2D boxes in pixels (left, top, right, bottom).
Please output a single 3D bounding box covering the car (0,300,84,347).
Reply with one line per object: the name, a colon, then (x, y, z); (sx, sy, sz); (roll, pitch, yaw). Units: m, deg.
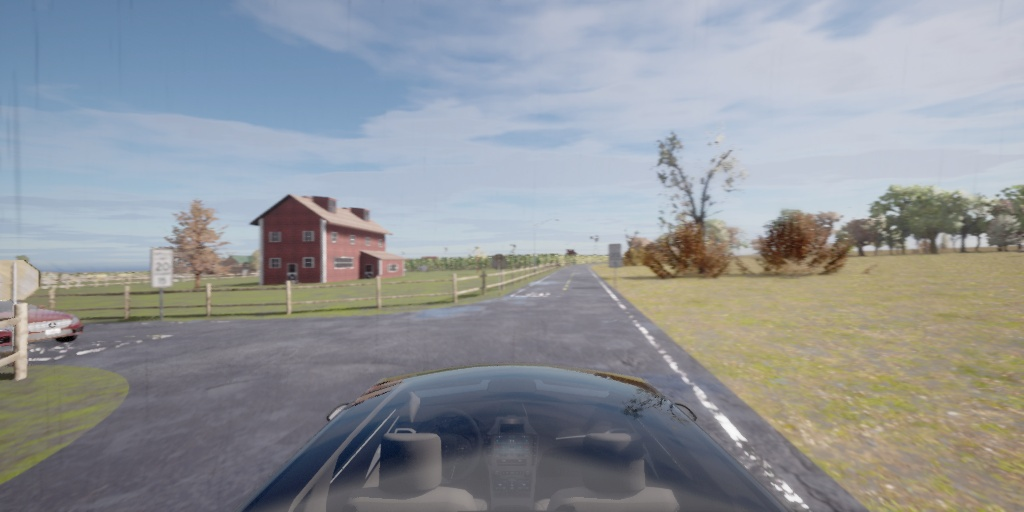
car: (-14.872, 1.886, 10.008); (4.674, 1.442, 1.812); (-2, -1, 5)
